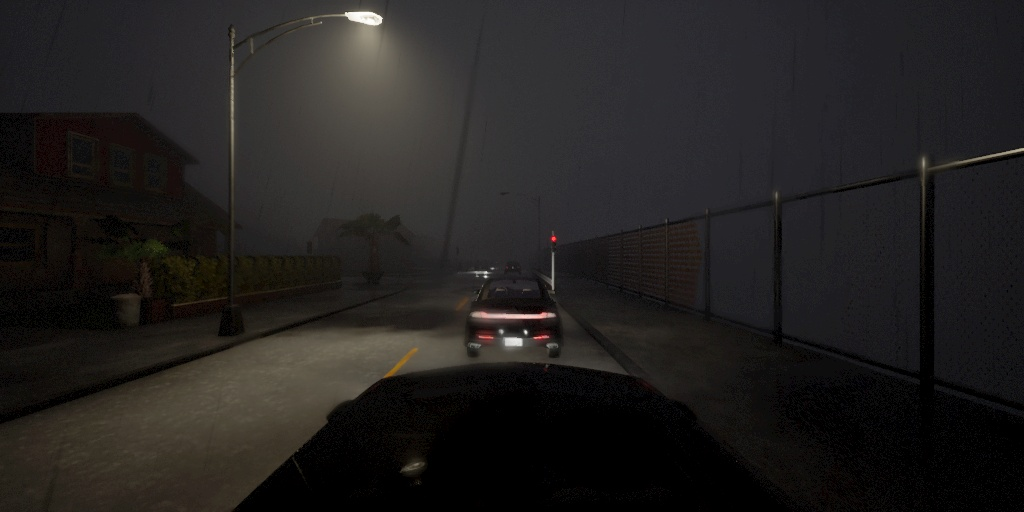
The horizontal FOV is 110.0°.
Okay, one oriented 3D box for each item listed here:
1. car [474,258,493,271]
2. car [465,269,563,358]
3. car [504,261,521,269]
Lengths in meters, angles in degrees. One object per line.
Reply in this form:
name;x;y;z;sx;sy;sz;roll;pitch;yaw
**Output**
car;-4.108;1.240;48.844;2.128;1.511;4.902;0;0;0
car;0.052;1.241;8.472;2.128;1.511;4.902;0;0;0
car;0.088;1.297;41.136;2.033;1.411;5.357;0;0;0
